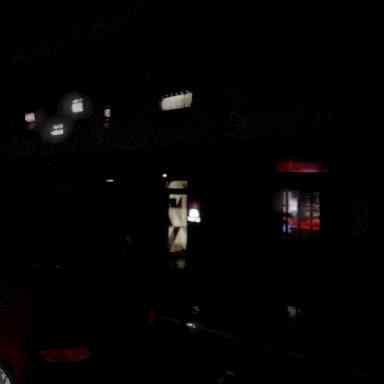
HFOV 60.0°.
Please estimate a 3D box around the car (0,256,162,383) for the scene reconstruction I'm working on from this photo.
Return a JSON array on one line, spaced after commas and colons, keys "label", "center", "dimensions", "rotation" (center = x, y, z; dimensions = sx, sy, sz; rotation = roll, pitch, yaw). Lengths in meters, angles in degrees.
[{"label": "car", "center": [-2.292, 1.555, 4.494], "dimensions": [4.206, 1.307, 1.802], "rotation": [0, 1, 35]}]
